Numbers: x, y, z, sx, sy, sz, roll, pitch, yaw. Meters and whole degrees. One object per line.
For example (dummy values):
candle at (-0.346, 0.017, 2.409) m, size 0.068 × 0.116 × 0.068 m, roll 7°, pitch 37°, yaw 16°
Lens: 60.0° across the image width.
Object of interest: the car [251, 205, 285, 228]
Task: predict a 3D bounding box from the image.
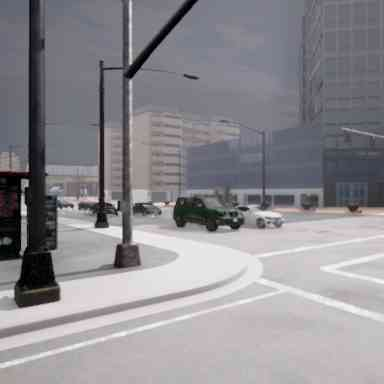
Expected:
car at (4.143, 1.609, 22.854) m, size 1.812 × 1.442 × 4.674 m, roll 0°, pitch -1°, yaw -35°

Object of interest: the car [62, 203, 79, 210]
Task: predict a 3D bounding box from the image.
car at (-18.863, 1.822, 48.806) m, size 2.033 × 1.411 × 5.357 m, roll 0°, pitch -1°, yaw -36°

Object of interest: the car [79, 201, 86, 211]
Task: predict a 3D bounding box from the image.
car at (-16.029, 2.081, 50.861) m, size 2.128 × 1.511 × 4.902 m, roll 0°, pitch -1°, yaw -36°

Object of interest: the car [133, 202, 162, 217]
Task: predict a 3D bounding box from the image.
car at (-4.961, 1.807, 35.456) m, size 1.812 × 1.442 × 4.674 m, roll 0°, pitch -1°, yaw -36°

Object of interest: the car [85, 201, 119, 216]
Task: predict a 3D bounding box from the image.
car at (-9.413, 1.832, 35.619) m, size 1.837 × 1.490 × 4.892 m, roll 0°, pitch -1°, yaw -36°

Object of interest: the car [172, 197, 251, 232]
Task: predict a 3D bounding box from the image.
car at (0.874, 1.316, 21.425) m, size 2.150 × 2.045 × 5.566 m, roll 0°, pitch -1°, yaw -36°
